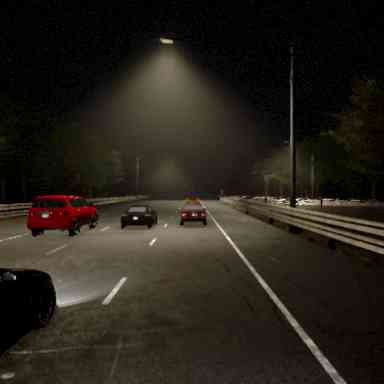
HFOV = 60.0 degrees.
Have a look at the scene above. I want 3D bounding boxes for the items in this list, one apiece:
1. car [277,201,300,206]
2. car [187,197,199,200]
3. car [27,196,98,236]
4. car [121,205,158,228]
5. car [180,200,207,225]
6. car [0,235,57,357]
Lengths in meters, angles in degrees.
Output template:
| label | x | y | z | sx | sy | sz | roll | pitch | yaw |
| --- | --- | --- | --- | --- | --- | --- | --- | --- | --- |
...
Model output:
| label | x | y | z | sx | sy | sz | roll | pitch | yaw |
| --- | --- | --- | --- | --- | --- | --- | --- | --- | --- |
| car | 16.460 | 1.645 | 57.162 | 1.994 | 1.385 | 4.181 | 0 | 1 | -33 |
| car | 0.094 | 1.426 | 42.767 | 1.882 | 1.535 | 5.008 | 0 | 0 | 0 |
| car | -6.904 | 1.206 | 18.327 | 2.150 | 2.045 | 5.566 | 0 | 0 | 0 |
| car | -3.403 | 1.543 | 22.062 | 1.994 | 1.385 | 4.181 | 0 | 0 | 0 |
| car | 0.096 | 1.524 | 24.103 | 2.033 | 1.411 | 5.357 | 0 | 0 | 0 |
| car | -3.403 | 1.565 | 4.264 | 1.994 | 1.385 | 4.181 | 0 | 0 | 0 |
